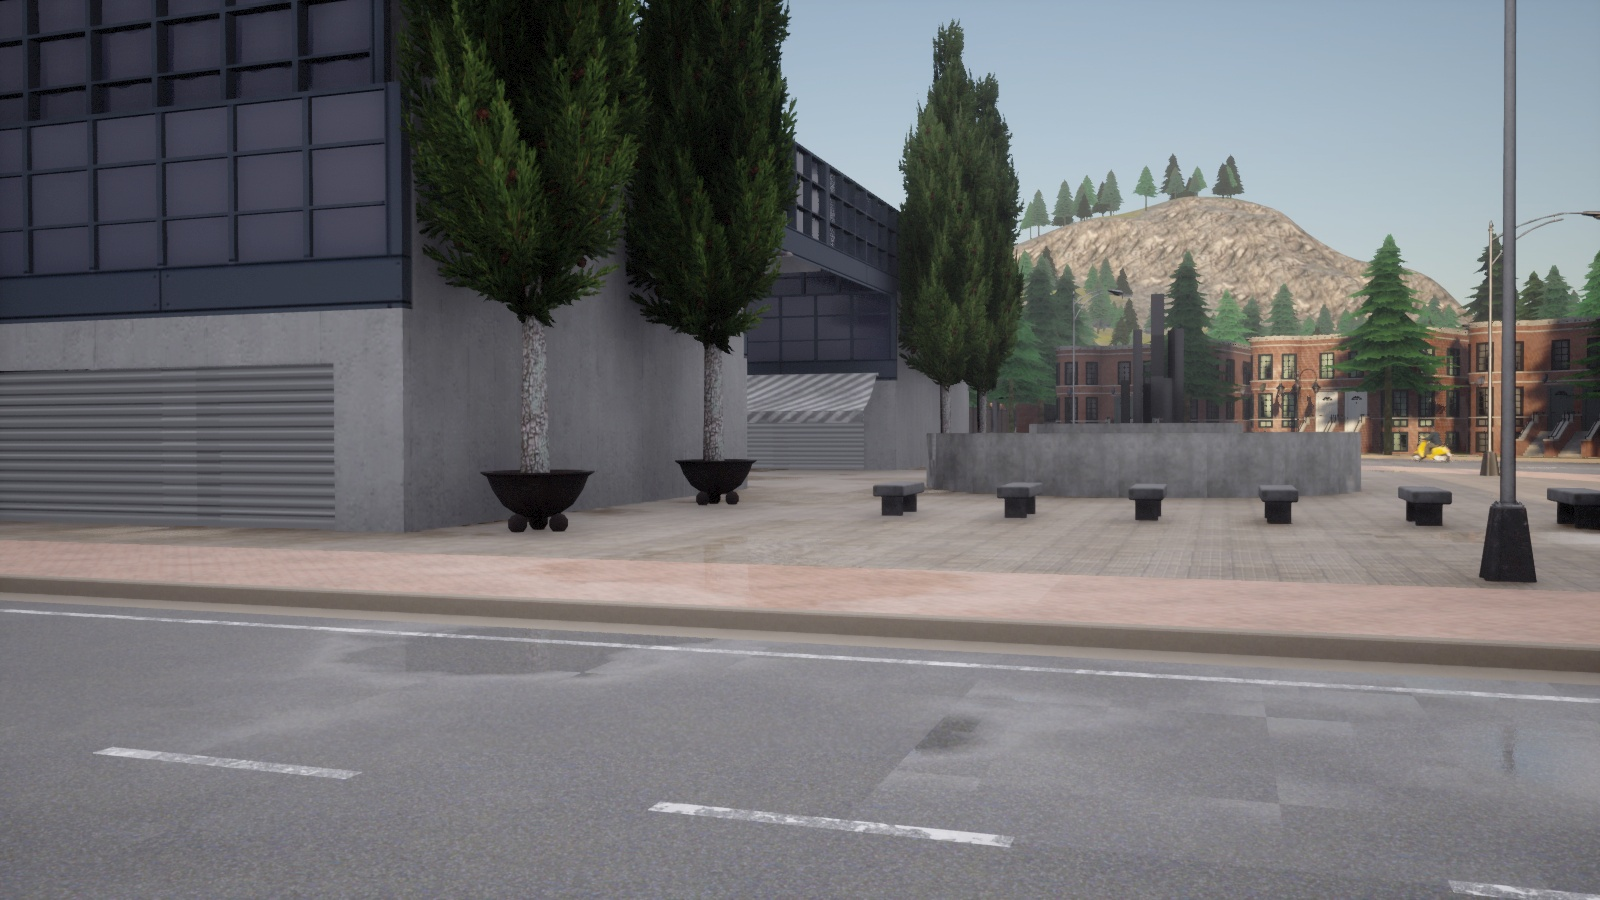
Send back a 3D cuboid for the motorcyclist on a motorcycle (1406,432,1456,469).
[{"bbox_3d":[27.890,-0.005,55.535,0.866,1.590,1.817,-1,1,-28],"label":"motorcyclist on a motorcycle"}]
